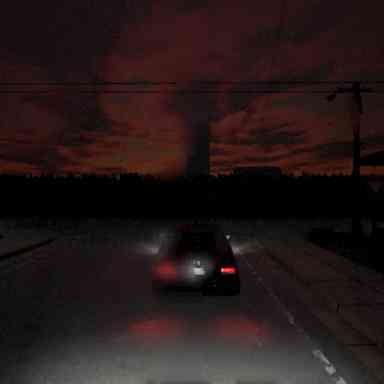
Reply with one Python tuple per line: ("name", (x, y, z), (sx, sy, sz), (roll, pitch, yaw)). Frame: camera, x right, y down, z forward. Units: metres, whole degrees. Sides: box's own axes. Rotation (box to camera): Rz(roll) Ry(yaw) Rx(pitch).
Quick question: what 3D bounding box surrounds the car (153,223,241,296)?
("car", (0.098, 1.545, 8.785), (2.033, 1.411, 5.357), (0, 0, 0))
